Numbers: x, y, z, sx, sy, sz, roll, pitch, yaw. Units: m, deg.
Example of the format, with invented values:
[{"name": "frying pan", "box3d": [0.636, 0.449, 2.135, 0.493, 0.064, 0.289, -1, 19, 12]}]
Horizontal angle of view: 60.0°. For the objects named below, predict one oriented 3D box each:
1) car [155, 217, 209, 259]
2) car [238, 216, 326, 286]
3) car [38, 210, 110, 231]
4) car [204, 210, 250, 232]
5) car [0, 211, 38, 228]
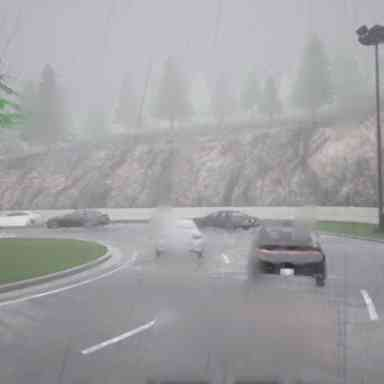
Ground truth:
[{"name": "car", "box3d": [-0.582, 1.834, 14.049, 1.812, 1.442, 4.674, 0, -1, -5]}, {"name": "car", "box3d": [2.788, 1.666, 10.013, 2.128, 1.511, 4.902, -1, -1, 14]}, {"name": "car", "box3d": [-8.785, 2.163, 25.689, 4.902, 1.511, 2.128, -1, -2, 10]}, {"name": "car", "box3d": [2.303, 2.013, 23.745, 2.033, 1.411, 5.357, 0, -2, -43]}, {"name": "car", "box3d": [-15.020, 2.348, 28.481, 4.674, 1.442, 1.812, -1, -2, -14]}]
